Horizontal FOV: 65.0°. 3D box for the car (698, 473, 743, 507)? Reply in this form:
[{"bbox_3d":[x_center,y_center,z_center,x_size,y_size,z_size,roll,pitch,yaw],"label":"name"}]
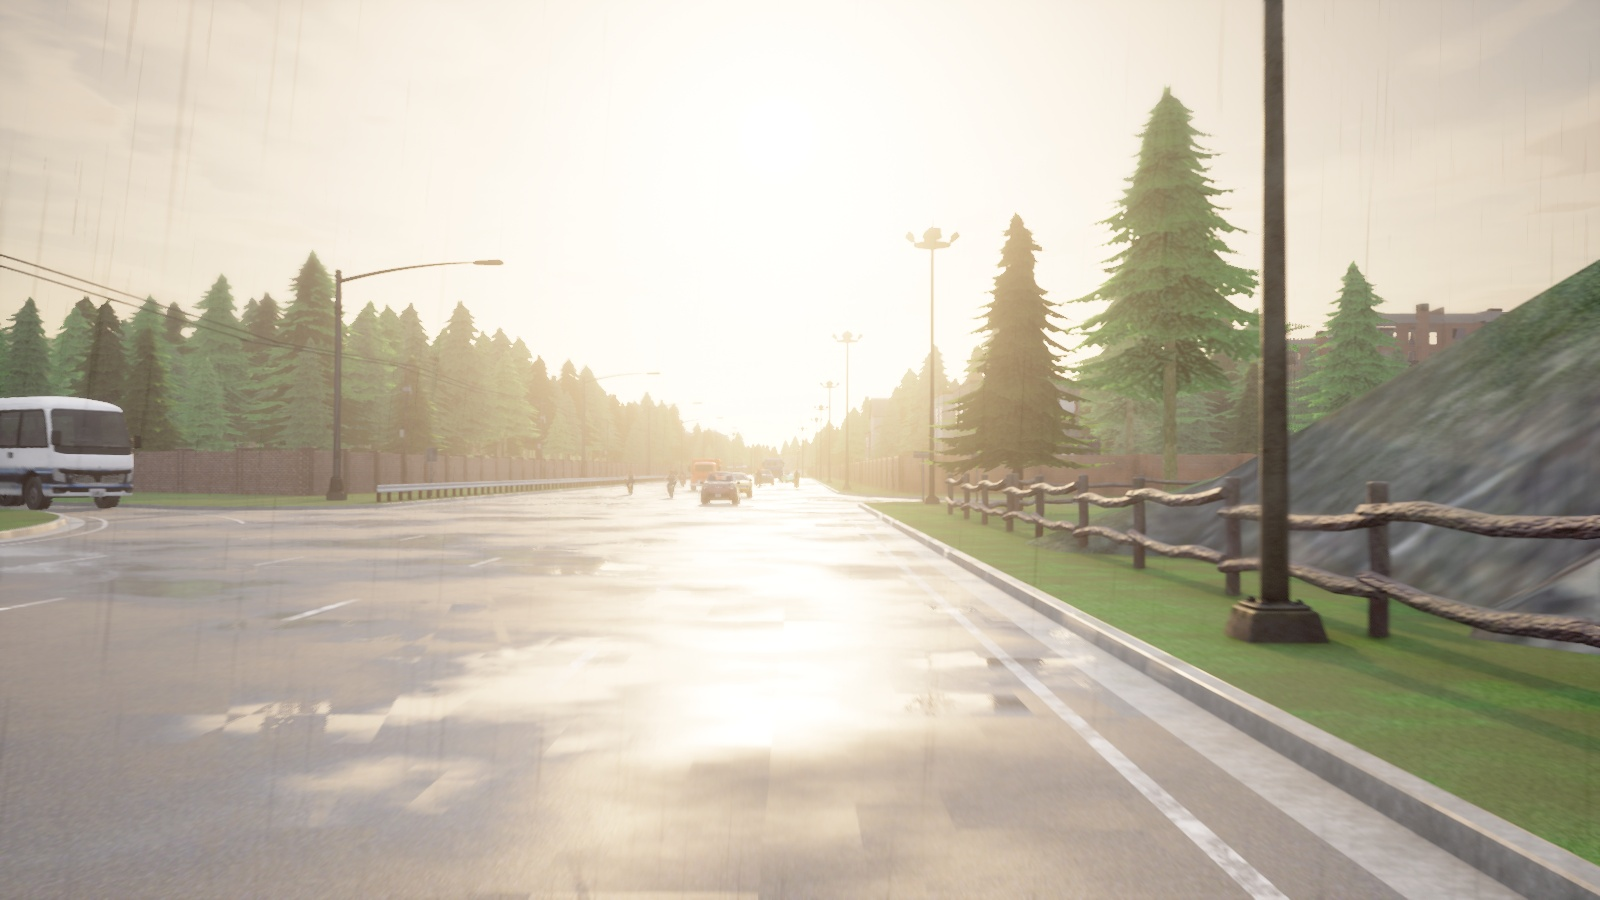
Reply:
[{"bbox_3d":[-3.641,1.802,57.839,1.845,1.501,3.633,0,-1,0],"label":"car"}]

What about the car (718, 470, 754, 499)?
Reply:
[{"bbox_3d":[-3.678,1.980,73.122,1.801,1.575,5.366,0,-1,0],"label":"car"}]

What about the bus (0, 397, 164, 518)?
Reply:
[{"bbox_3d":[-29.744,0.360,48.490,10.273,4.253,3.944,-1,-1,27],"label":"bus"}]

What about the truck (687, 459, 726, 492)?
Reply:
[{"bbox_3d":[-7.239,1.971,97.433,2.627,2.467,5.204,0,-1,0],"label":"truck"}]
